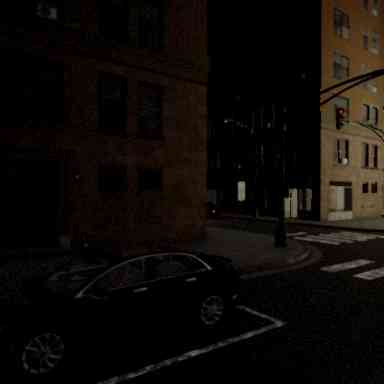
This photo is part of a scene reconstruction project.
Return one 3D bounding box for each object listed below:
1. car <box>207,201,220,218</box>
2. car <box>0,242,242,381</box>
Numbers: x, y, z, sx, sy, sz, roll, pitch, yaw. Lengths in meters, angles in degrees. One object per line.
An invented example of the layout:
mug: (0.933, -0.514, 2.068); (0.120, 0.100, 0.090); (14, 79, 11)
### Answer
car: (0.355, 1.445, 29.423); (1.882, 1.535, 5.008); (0, 0, -36)
car: (-1.148, 1.562, 5.369); (4.403, 1.369, 2.008); (0, 0, -36)
